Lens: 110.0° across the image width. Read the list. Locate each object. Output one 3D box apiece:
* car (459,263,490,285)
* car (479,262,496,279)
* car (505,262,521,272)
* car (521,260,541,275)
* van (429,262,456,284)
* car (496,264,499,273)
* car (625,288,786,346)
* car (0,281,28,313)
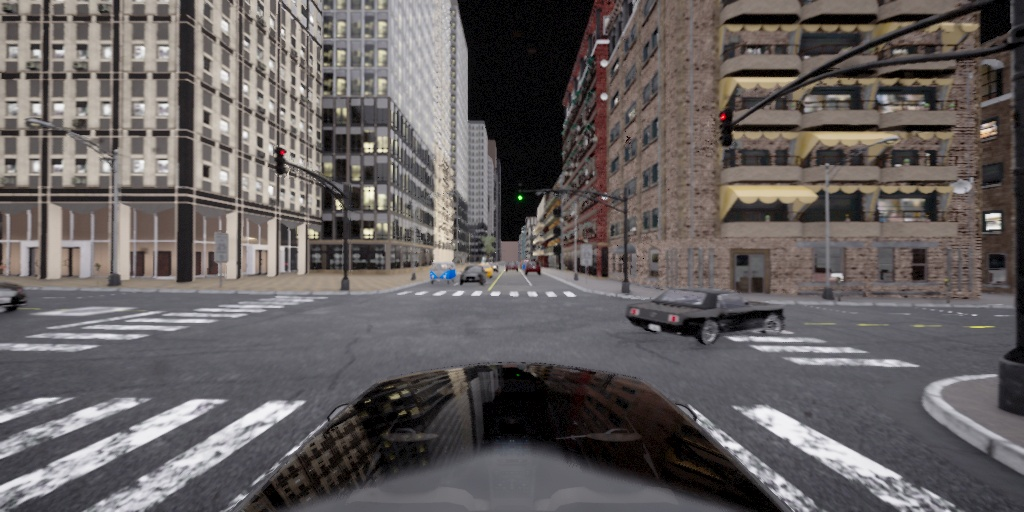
[{"bbox_3d":[-3.087,1.535,29.151,1.837,1.490,4.892,0,-1,0],"label":"car"},{"bbox_3d":[-3.083,1.612,39.130,1.882,1.535,5.008,0,-1,0],"label":"car"},{"bbox_3d":[-0.001,1.699,59.233,2.097,1.767,4.553,0,-1,0],"label":"car"},{"bbox_3d":[2.688,1.526,46.447,2.192,1.841,5.009,0,0,0],"label":"car"},{"bbox_3d":[-5.691,1.377,29.793,1.690,1.789,3.998,0,0,0],"label":"van"},{"bbox_3d":[-3.035,1.853,55.331,2.033,1.411,5.357,0,-1,0],"label":"car"},{"bbox_3d":[5.581,1.574,10.122,4.718,1.301,1.895,1,-1,-28],"label":"car"},{"bbox_3d":[-17.666,1.023,10.695,4.902,1.511,2.128,1,0,0],"label":"car"}]
